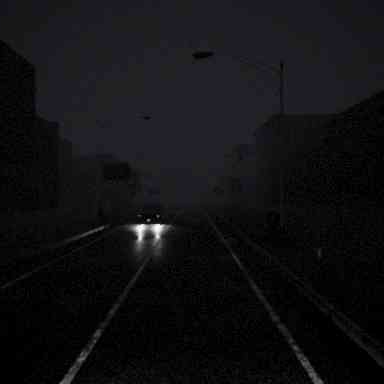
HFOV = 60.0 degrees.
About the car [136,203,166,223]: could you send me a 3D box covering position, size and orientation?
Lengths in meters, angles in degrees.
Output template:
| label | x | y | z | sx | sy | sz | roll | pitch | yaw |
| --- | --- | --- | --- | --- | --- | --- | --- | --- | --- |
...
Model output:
| label | x | y | z | sx | sy | sz | roll | pitch | yaw |
| --- | --- | --- | --- | --- | --- | --- | --- | --- | --- |
| car | -3.004 | 1.575 | 25.715 | 2.033 | 1.411 | 5.357 | 0 | 0 | 0 |
